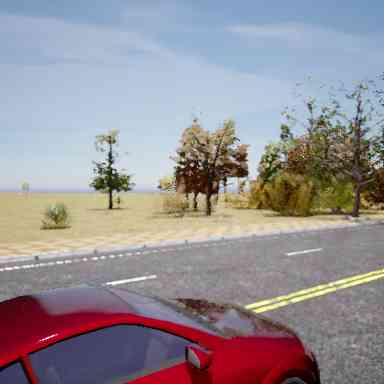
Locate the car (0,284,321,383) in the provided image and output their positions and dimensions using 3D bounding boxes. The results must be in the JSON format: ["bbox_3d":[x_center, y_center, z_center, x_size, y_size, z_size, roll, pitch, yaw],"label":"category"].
[{"bbox_3d":[-0.779,1.561,2.841,4.181,1.385,1.994,0,0,-35],"label":"car"}]
